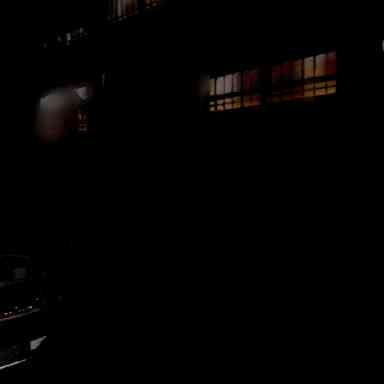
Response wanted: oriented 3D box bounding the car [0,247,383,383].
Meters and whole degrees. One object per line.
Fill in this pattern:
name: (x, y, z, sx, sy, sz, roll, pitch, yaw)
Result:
car: (1.029, 1.315, 1.931, 5.009, 1.841, 2.192, 0, 1, 36)
